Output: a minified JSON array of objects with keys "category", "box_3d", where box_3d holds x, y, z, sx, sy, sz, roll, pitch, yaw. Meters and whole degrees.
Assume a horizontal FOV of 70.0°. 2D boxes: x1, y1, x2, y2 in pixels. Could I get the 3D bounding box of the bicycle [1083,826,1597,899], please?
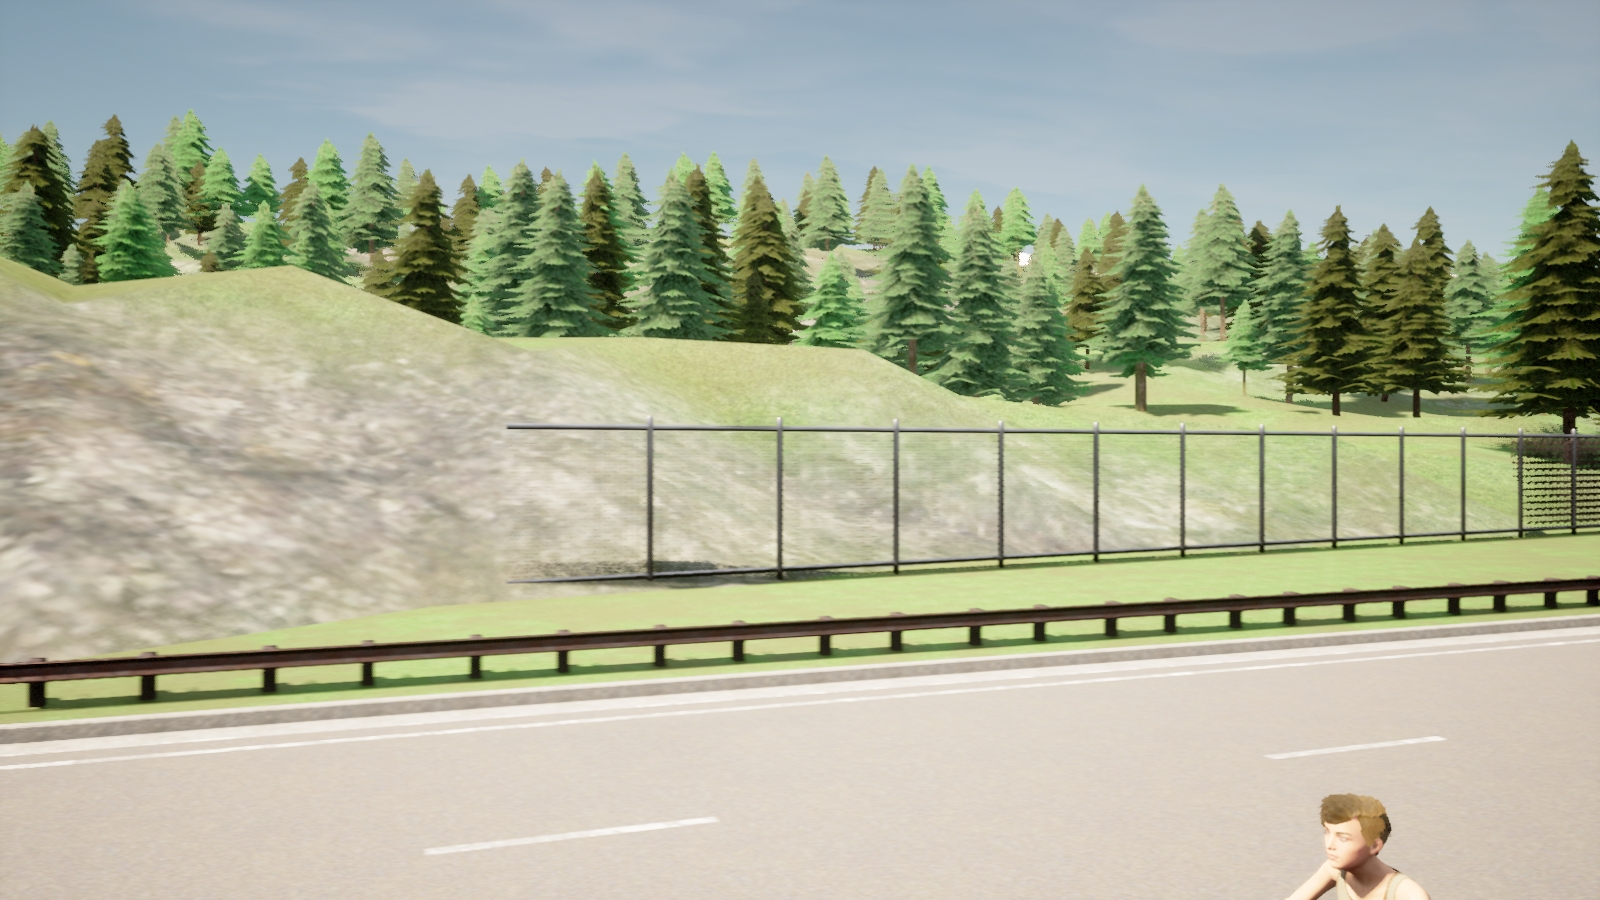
[{"category":"bicycle","box_3d":[1.864,2.158,3.963,1.487,1.277,0.859,0,0,-20]}]
